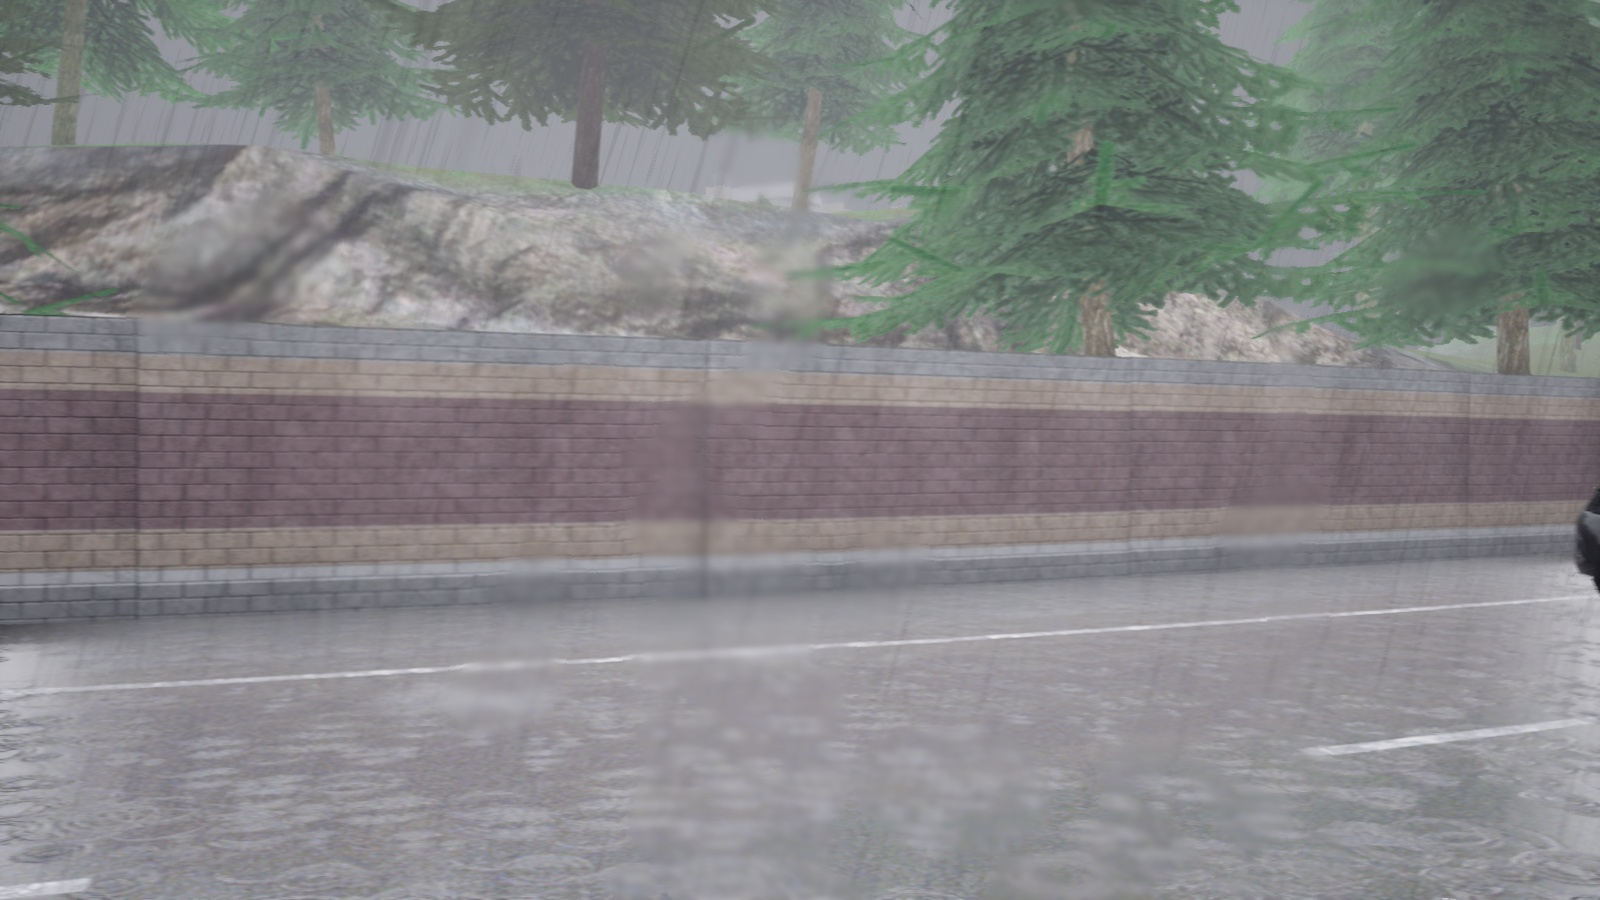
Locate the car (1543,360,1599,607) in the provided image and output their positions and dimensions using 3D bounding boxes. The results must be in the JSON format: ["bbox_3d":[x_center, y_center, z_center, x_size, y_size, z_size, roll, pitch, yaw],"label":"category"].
[{"bbox_3d":[9.387,0.237,11.078,5.566,2.045,2.150,-1,1,-26],"label":"car"}]
